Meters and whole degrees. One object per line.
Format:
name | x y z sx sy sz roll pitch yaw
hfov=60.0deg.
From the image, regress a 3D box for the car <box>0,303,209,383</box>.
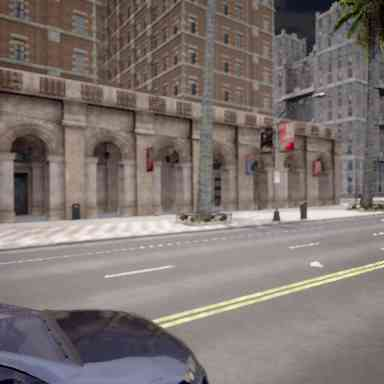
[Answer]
car | -1.872 1.566 2.405 4.181 1.385 1.994 -1 0 -35
